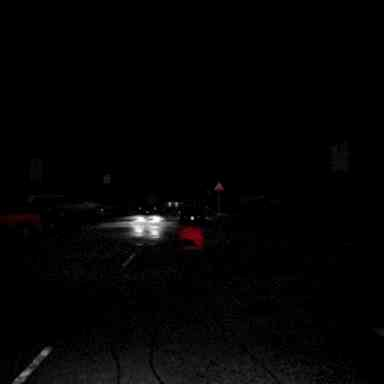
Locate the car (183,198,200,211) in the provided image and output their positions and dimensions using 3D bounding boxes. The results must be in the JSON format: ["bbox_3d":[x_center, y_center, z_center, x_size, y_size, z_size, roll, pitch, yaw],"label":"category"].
[{"bbox_3d":[-0.072,1.525,41.817,2.033,1.411,5.357,0,0,0],"label":"car"}]

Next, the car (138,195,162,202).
[{"bbox_3d":[-9.451,1.491,75.429,5.008,1.535,2.097,-1,0,-20],"label":"car"}]

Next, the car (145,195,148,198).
[{"bbox_3d":[-9.357,1.514,48.408,4.674,1.452,2.002,-1,0,-20],"label":"car"}]

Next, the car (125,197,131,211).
[{"bbox_3d":[-9.367,1.205,33.421,5.566,2.045,2.435,-1,0,-20],"label":"car"}]

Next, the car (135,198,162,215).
[{"bbox_3d":[-4.147,1.571,33.249,1.895,1.301,4.718,0,0,0],"label":"car"}]

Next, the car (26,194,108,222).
[{"bbox_3d":[-9.376,1.204,24.404,5.566,2.045,2.435,-1,0,-20],"label":"car"}]

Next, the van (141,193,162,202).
[{"bbox_3d":[-9.585,1.234,78.373,4.442,1.987,1.878,-1,1,-21],"label":"van"}]

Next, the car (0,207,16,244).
[{"bbox_3d":[-9.424,1.507,12.381,4.674,1.452,2.002,-1,0,-20],"label":"car"}]

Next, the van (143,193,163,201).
[{"bbox_3d":[-9.614,1.201,81.374,4.442,1.987,1.878,-1,1,-21],"label":"van"}]

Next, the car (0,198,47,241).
[{"bbox_3d":[-9.387,1.337,15.389,4.553,1.767,2.185,-1,0,-20],"label":"car"}]

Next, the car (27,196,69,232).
[{"bbox_3d":[-9.381,1.333,18.390,4.553,1.767,2.185,-1,0,-20],"label":"car"}]

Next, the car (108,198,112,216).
[{"bbox_3d":[-9.363,1.484,27.406,4.792,1.488,2.163,-1,0,-20],"label":"car"}]

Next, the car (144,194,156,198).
[{"bbox_3d":[-9.370,1.494,57.409,4.892,1.521,2.231,-1,0,-20],"label":"car"}]

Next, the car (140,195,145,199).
[{"bbox_3d":[-9.329,1.498,45.417,4.792,1.488,2.163,-1,0,-20],"label":"car"}]

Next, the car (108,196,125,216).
[{"bbox_3d":[-9.210,1.450,30.463,5.366,1.575,1.946,-1,0,-20],"label":"car"}]

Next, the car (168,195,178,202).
[{"bbox_3d":[-4.110,1.449,74.595,1.812,1.442,4.674,0,0,0],"label":"car"}]

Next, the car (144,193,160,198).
[{"bbox_3d":[-9.194,1.494,60.474,5.366,1.575,1.946,-1,0,-20],"label":"car"}]

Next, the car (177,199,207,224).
[{"bbox_3d":[0.013,1.476,24.631,1.837,1.490,4.892,0,1,0],"label":"car"}]

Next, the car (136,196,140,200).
[{"bbox_3d":[-9.393,1.339,42.397,4.553,1.767,2.185,-1,0,-20],"label":"car"}]

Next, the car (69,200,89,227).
[{"bbox_3d":[-9.380,1.487,21.404,4.792,1.488,2.163,-1,0,-20],"label":"car"}]

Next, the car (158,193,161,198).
[{"bbox_3d":[-9.203,1.500,63.476,5.366,1.575,1.946,-1,0,-20],"label":"car"}]

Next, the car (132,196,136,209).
[{"bbox_3d":[-9.398,1.336,39.396,4.553,1.767,2.185,-1,0,-20],"label":"car"}]
